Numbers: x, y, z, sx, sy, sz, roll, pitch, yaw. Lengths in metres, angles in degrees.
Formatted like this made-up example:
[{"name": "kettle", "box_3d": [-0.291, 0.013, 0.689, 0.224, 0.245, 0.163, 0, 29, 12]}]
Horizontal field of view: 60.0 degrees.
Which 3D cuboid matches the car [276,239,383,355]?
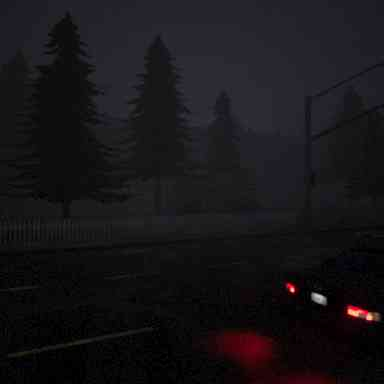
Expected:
[{"name": "car", "box_3d": [4.040, 1.540, 5.755, 5.357, 1.411, 2.033, 0, 0, -26]}]
